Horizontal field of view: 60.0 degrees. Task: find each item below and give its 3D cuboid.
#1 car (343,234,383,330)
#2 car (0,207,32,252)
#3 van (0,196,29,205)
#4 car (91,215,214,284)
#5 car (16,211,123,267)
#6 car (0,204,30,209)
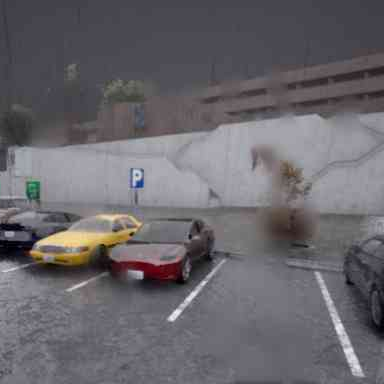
[{"bbox_3d":[4.229,1.530,6.462,2.002,1.452,4.674,0,-1,15],"label":"car"},{"bbox_3d":[-5.486,1.484,13.428,2.163,1.488,4.792,0,-1,15],"label":"car"},{"bbox_3d":[-10.367,1.179,16.748,1.878,1.987,4.442,1,0,15],"label":"van"},{"bbox_3d":[-0.635,1.510,9.902,2.163,1.488,4.792,1,0,16],"label":"car"},{"bbox_3d":[-3.102,1.463,11.484,1.946,1.575,5.366,1,0,15],"label":"car"},{"bbox_3d":[-7.924,1.470,15.128,2.002,1.452,4.674,0,0,16],"label":"car"}]
